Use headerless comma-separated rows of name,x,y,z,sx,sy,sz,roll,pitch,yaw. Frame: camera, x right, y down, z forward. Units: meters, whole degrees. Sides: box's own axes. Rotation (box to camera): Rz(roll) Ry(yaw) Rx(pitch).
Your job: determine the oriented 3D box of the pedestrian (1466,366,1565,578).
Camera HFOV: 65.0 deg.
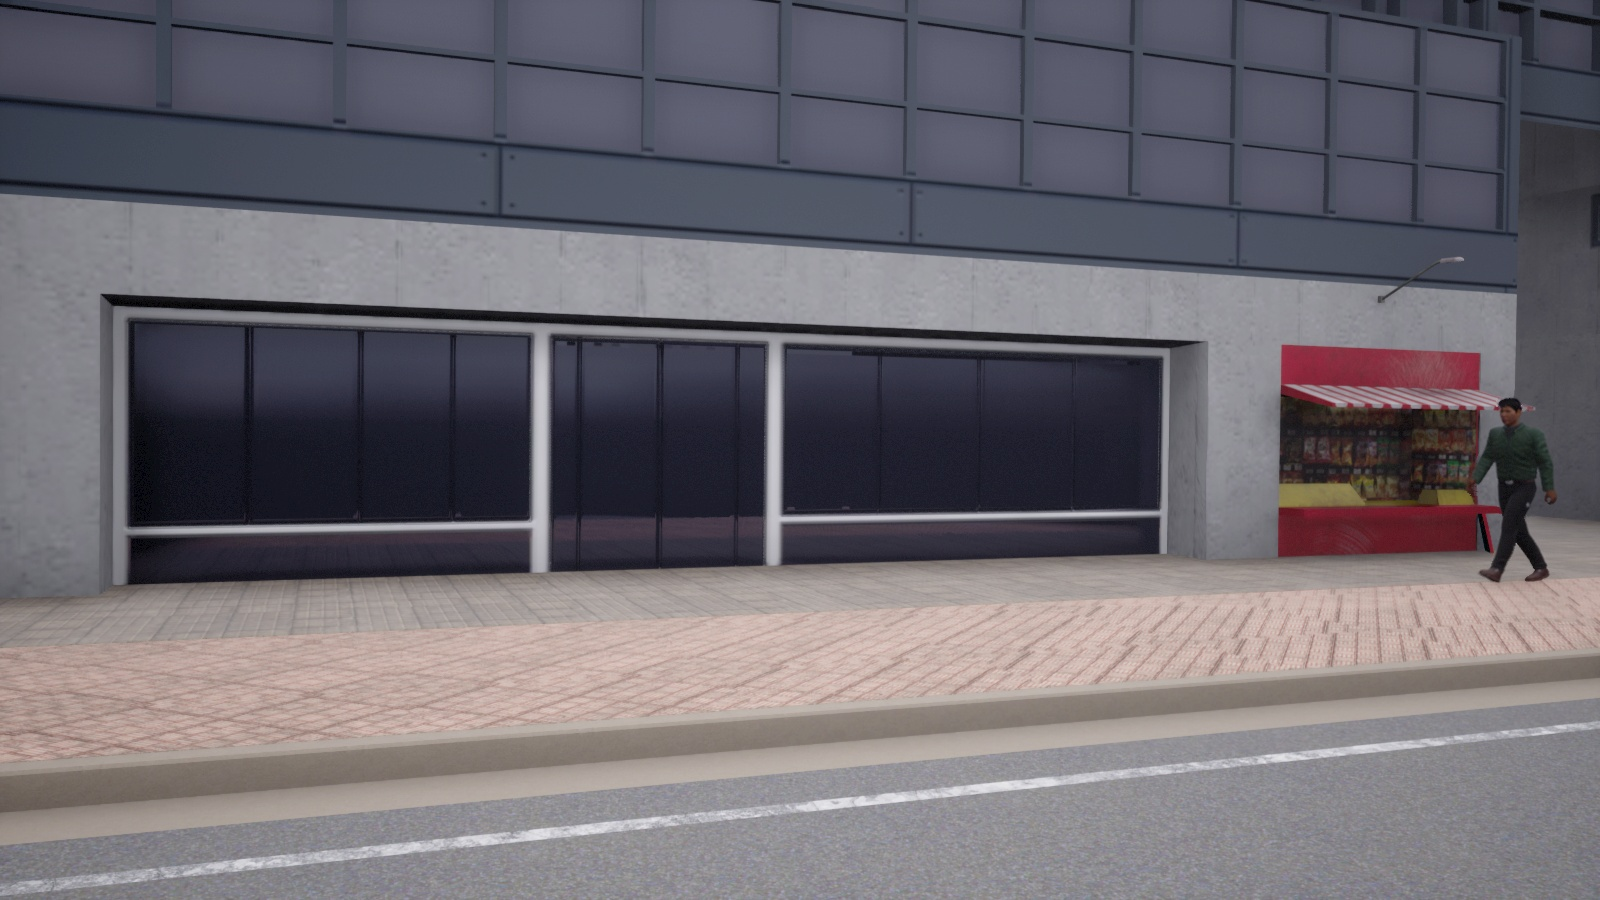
pedestrian,6.769,0.190,11.888,0.788,1.949,0.423,-1,1,-23
